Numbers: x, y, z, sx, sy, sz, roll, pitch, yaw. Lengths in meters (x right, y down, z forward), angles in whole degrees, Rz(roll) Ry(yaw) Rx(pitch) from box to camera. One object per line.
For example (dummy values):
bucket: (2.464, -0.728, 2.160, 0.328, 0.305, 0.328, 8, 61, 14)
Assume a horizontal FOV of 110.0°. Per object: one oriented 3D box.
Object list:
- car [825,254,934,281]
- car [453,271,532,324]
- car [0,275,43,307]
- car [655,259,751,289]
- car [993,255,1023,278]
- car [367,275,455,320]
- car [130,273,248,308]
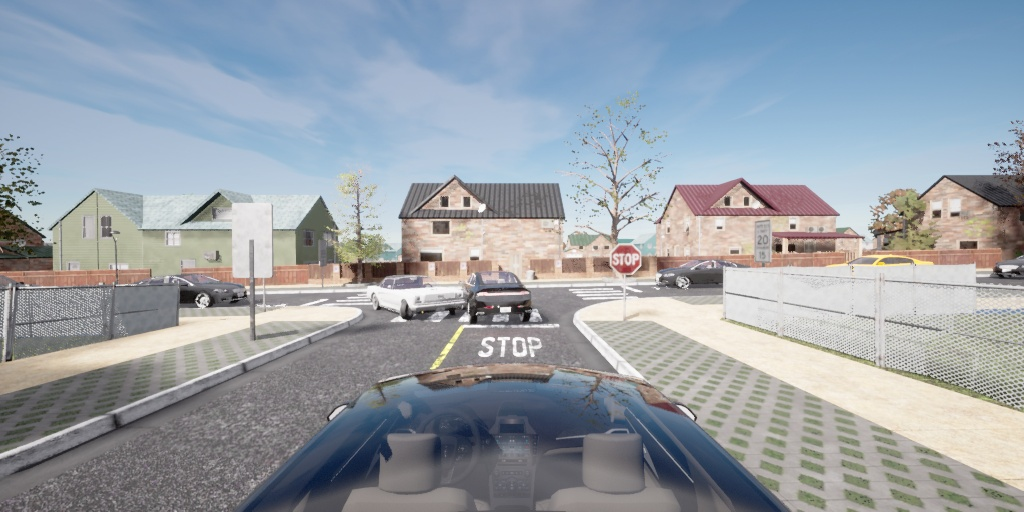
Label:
car: (19.772, 0.690, 19.493, 5.008, 1.535, 1.882, -1, 1, 0)
car: (-0.679, 1.242, 12.060, 2.128, 1.511, 4.902, 0, 0, -12)
car: (-24.231, 1.647, 16.388, 4.553, 1.767, 2.097, -1, 1, 0)
car: (10.341, 0.925, 19.462, 4.902, 1.511, 2.128, -1, 1, 0)
car: (29.396, 0.478, 19.525, 4.902, 1.511, 2.128, -1, 1, 0)
car: (-3.596, 1.367, 12.921, 1.895, 1.301, 4.718, 0, 0, -38)
car: (-14.893, 1.566, 16.423, 4.902, 1.511, 2.128, -1, 1, 0)
